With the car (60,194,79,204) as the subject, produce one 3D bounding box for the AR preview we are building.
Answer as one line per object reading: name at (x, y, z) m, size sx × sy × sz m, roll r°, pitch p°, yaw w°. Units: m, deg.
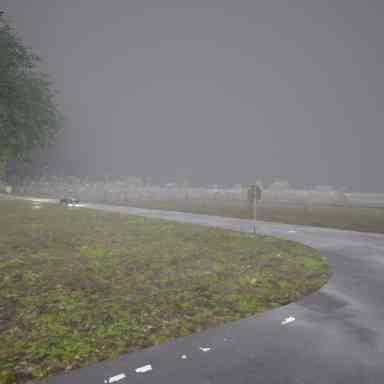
car at (-18.502, 0.999, 50.098) m, size 2.128 × 1.511 × 4.902 m, roll 2°, pitch -1°, yaw -35°
